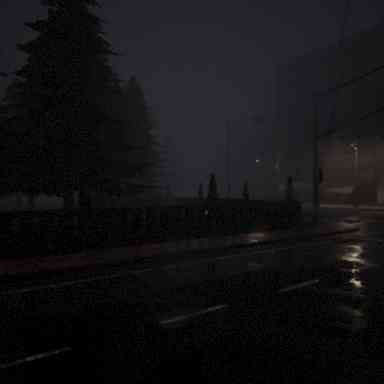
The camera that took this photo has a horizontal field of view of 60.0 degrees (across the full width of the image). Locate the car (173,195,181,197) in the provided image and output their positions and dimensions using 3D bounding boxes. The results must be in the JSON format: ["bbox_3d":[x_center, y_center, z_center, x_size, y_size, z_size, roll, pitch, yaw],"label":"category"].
[{"bbox_3d":[-2.521,1.254,57.110,1.812,1.442,4.674,0,0,0],"label":"car"}]

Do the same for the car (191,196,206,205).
[{"bbox_3d":[1.013,1.322,53.912,1.895,1.301,4.718,0,0,-4],"label":"car"}]

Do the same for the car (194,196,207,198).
[{"bbox_3d":[1.558,1.258,38.652,1.882,1.535,5.008,-1,0,-24],"label":"car"}]

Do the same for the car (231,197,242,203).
[{"bbox_3d":[5.222,1.321,39.162,1.994,1.385,4.181,-1,0,-27],"label":"car"}]
